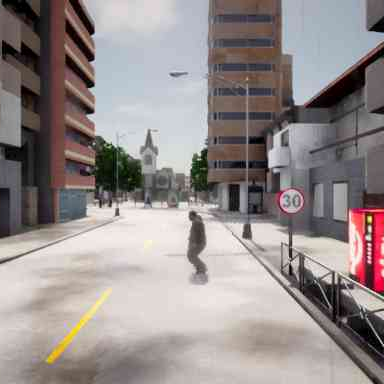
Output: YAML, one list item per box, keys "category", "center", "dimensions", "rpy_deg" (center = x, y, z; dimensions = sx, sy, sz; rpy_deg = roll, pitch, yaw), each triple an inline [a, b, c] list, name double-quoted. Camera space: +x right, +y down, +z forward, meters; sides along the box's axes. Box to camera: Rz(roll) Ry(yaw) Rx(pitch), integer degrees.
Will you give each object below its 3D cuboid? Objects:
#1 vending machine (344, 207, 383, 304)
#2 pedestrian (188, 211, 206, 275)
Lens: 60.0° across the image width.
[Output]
- category: "vending machine"
  center: [4.301, 1.415, 7.745]
  dimensions: [1.100, 2.100, 0.880]
  rpy_deg: [0, 0, 0]
- category: "pedestrian"
  center: [0.121, 1.293, 8.895]
  dimensions: [0.375, 1.860, 0.375]
  rpy_deg: [0, 0, 0]
